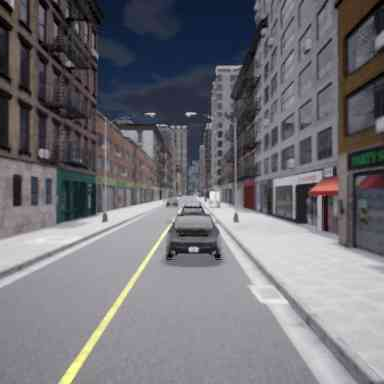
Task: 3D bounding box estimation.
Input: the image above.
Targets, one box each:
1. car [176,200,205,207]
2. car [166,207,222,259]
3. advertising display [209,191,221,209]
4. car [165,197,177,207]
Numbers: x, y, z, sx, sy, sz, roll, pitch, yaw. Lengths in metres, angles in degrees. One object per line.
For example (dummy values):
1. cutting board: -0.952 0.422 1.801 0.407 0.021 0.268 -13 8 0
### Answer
1. car: 0.068 1.535 27.919 2.128 1.511 4.902 0 0 0
2. car: 0.068 1.519 12.582 1.837 1.490 4.892 0 0 0
3. advertising display: 3.128 1.116 45.401 1.540 2.440 0.280 0 0 0
4. car: -3.071 1.619 51.952 1.837 1.490 4.892 0 -1 0
